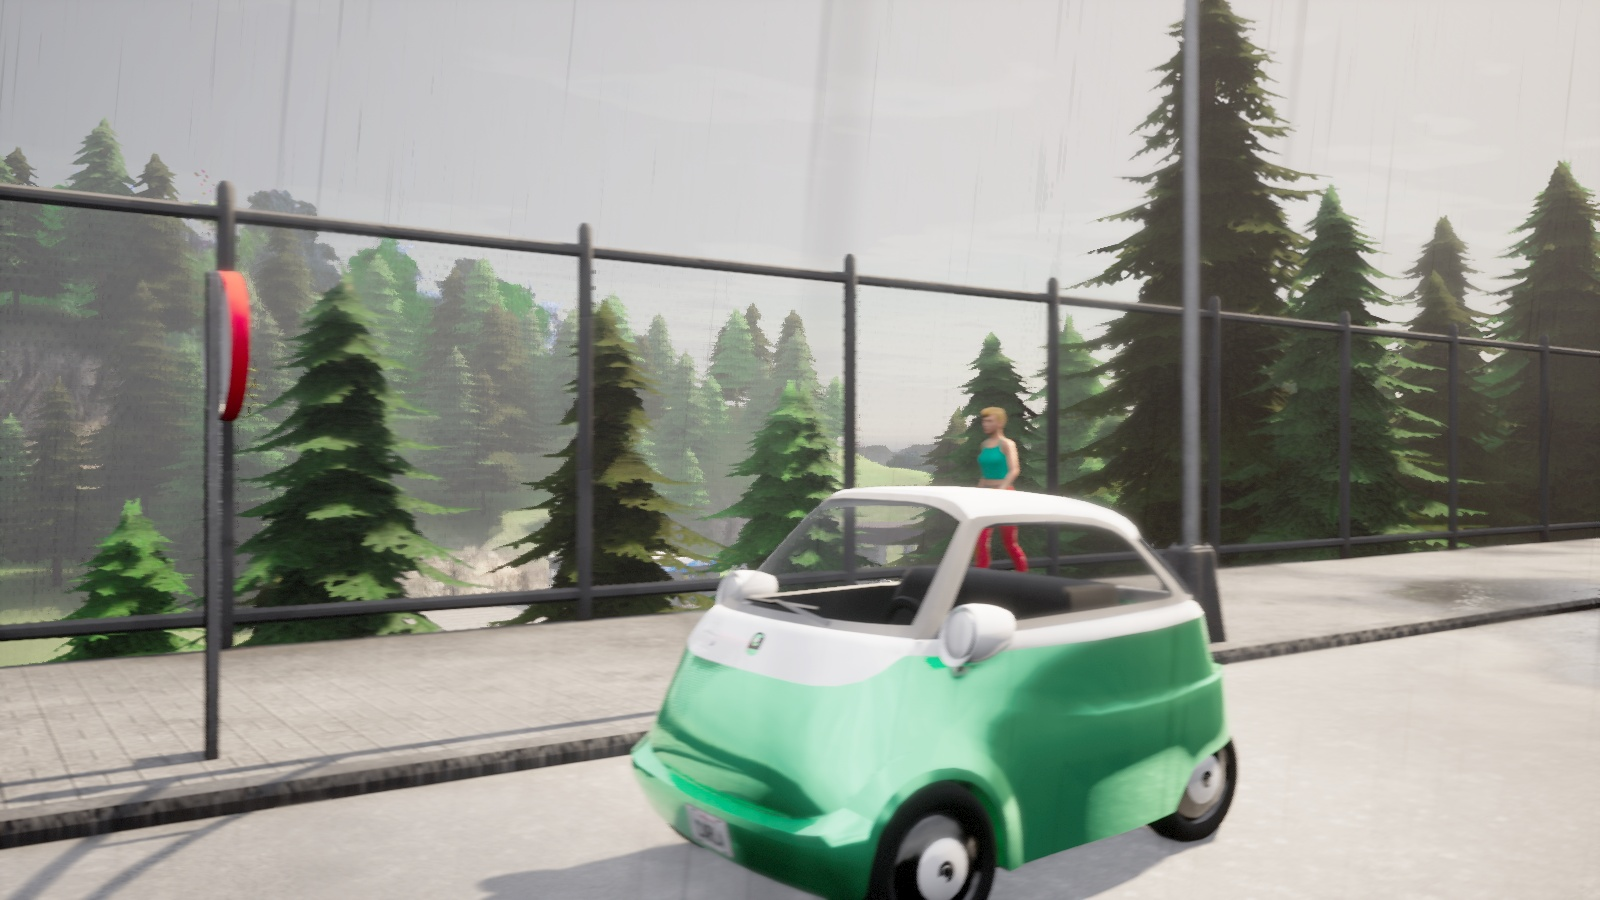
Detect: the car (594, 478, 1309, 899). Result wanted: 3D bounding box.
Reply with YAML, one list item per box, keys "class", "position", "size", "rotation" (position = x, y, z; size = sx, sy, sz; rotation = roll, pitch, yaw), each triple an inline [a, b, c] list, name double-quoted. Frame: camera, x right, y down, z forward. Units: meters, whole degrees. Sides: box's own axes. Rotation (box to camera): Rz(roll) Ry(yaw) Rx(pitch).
- class: "car"
  position: [0.569, 0.810, 4.662]
  size: [2.207, 1.376, 1.481]
  rotation: [0, 0, -35]

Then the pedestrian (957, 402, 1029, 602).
- class: "pedestrian"
  position: [1.828, 0.480, 11.872]
  size: [0.594, 1.836, 0.345]
  rotation: [0, 0, -33]
